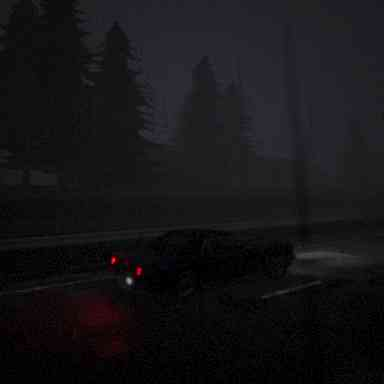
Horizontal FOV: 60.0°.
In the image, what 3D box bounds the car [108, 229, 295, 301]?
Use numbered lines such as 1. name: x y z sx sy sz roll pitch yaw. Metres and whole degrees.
1. car: 0.457 1.600 8.373 4.718 1.301 1.895 0 0 -36
